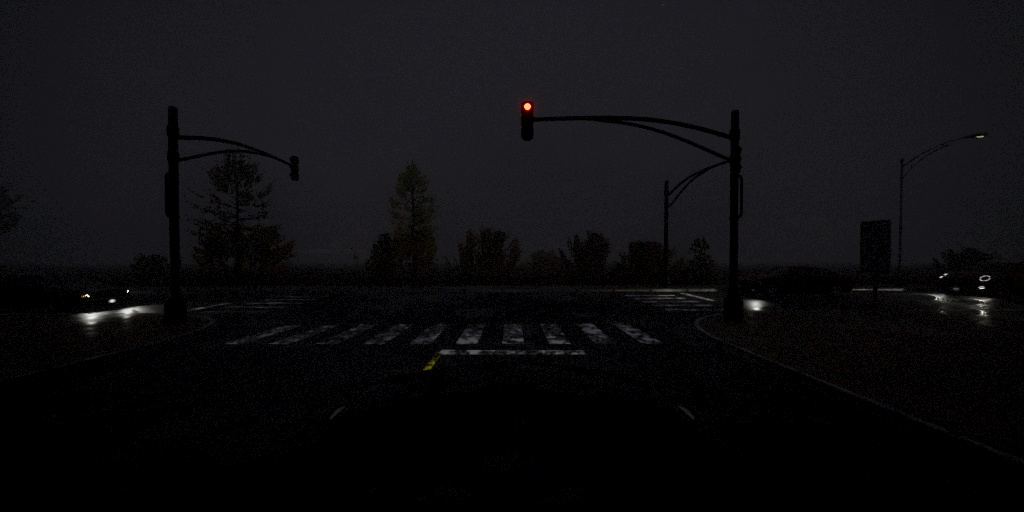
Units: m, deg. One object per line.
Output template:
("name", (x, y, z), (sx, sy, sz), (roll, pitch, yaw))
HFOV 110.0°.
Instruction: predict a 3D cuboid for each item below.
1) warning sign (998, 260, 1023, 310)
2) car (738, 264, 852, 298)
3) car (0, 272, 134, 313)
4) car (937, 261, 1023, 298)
("warning sign", (17.013, 0.893, 11.719), (1.060, 1.860, 1.300), (0, 0, -1))
("car", (13.568, 1.180, 17.471), (5.008, 1.535, 1.882), (0, 1, -1))
("car", (-18.015, 1.342, 13.723), (5.357, 1.411, 2.033), (0, 1, -1))
("car", (24.059, 1.039, 17.646), (4.553, 1.767, 2.097), (0, 1, -1))
